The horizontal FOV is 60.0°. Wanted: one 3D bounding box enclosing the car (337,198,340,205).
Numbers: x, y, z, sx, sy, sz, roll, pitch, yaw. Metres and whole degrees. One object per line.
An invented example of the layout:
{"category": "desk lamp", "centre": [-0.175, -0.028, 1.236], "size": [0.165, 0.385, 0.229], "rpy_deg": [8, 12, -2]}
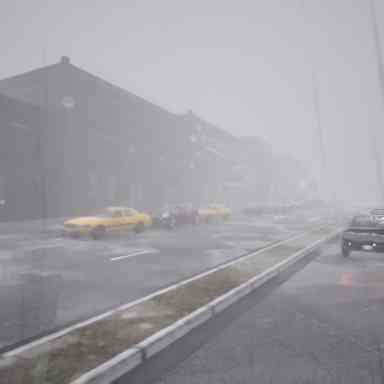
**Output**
{"category": "car", "centre": [33.070, 2.219, 79.036], "size": [2.185, 1.767, 4.553], "rpy_deg": [1, 0, 31]}

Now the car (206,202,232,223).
{"category": "car", "centre": [1.443, 1.616, 27.034], "size": [1.946, 1.575, 5.366], "rpy_deg": [1, 0, 31]}

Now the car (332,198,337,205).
{"category": "car", "centre": [30.184, 2.280, 74.293], "size": [2.231, 1.521, 4.892], "rpy_deg": [1, 0, 31]}

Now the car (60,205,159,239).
{"category": "car", "centre": [-4.300, 1.484, 17.591], "size": [1.946, 1.575, 5.366], "rpy_deg": [1, 0, 31]}

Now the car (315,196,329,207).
{"category": "car", "centre": [24.494, 1.897, 64.932], "size": [2.435, 2.045, 5.566], "rpy_deg": [1, 0, 31]}

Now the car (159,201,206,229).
{"category": "car", "centre": [-1.316, 1.430, 22.499], "size": [2.185, 1.767, 4.553], "rpy_deg": [1, 0, 31]}

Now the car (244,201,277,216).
{"category": "car", "centre": [7.284, 1.754, 36.638], "size": [2.231, 1.521, 4.892], "rpy_deg": [1, 0, 31]}

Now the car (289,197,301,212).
{"category": "car", "centre": [12.974, 1.758, 45.994], "size": [2.185, 1.767, 4.553], "rpy_deg": [1, 0, 31]}

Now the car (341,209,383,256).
{"category": "car", "centre": [7.149, 1.660, 13.148], "size": [2.128, 1.511, 4.902], "rpy_deg": [1, 0, 32]}

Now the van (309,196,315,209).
{"category": "van", "centre": [18.641, 1.788, 55.309], "size": [1.878, 1.987, 4.442], "rpy_deg": [1, 0, 31]}

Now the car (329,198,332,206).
{"category": "car", "centre": [27.313, 2.212, 69.572], "size": [2.097, 1.535, 5.008], "rpy_deg": [1, 0, 31]}

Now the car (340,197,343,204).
{"category": "car", "centre": [35.942, 2.285, 83.756], "size": [2.185, 1.767, 4.553], "rpy_deg": [1, 0, 31]}

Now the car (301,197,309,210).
{"category": "car", "centre": [15.845, 1.824, 50.714], "size": [2.185, 1.767, 4.553], "rpy_deg": [1, 0, 31]}

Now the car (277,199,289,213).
{"category": "car", "centre": [10.151, 1.859, 41.355], "size": [2.002, 1.452, 4.674], "rpy_deg": [1, 0, 31]}
